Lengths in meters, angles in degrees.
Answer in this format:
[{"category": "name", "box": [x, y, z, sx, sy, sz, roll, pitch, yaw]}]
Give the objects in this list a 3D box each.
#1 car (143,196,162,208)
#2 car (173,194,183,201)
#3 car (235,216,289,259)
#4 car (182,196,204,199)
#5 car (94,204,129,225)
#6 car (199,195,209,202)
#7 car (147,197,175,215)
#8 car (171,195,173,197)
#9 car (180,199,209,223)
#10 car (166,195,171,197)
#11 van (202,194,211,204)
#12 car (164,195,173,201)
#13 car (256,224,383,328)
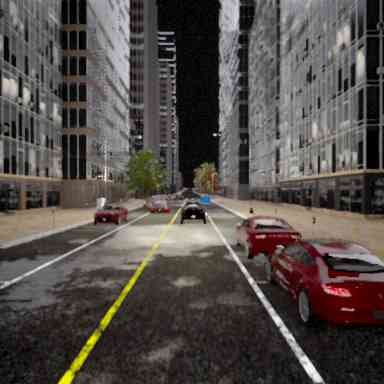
[{"category": "car", "box": [-5.702, 1.417, 46.620, 1.967, 1.590, 4.097, 0, 0, 0]}, {"category": "car", "box": [-3.018, 1.238, 74.332, 2.097, 1.767, 4.553, 0, 0, 0]}, {"category": "car", "box": [2.685, 1.545, 12.461, 1.887, 1.381, 4.507, 0, 0, 0]}, {"category": "car", "box": [0.090, 1.528, 42.920, 2.033, 1.411, 5.357, 0, 0, 0]}, {"category": "car", "box": [-5.698, 1.541, 23.850, 1.887, 1.381, 4.507, 0, 0, 0]}, {"category": "car", "box": [2.673, 1.484, 75.080, 2.008, 1.369, 4.403, 0, 0, 0]}, {"category": "car", "box": [-3.104, 1.554, 33.958, 1.994, 1.385, 4.181, 0, 0, 0]}, {"category": "car", "box": [-5.707, 1.496, 69.390, 2.008, 1.369, 4.403, 0, 0, 0]}, {"category": "car", "box": [0.093, 1.521, 25.076, 1.812, 1.442, 4.674, 0, 0, 0]}, {"category": "car", "box": [-5.706, 1.506, 63.697, 2.008, 1.369, 4.403, 0, 0, 0]}, {"category": "van", "box": [2.675, 1.296, 63.695, 1.690, 1.788, 3.998, 0, 0, 0]}, {"category": "car", "box": [-5.709, 1.501, 80.774, 1.802, 1.307, 4.206, 0, 0, 0]}, {"category": "car", "box": [2.687, 1.582, 6.767, 1.802, 1.307, 4.206, 0, 0, 0]}]
